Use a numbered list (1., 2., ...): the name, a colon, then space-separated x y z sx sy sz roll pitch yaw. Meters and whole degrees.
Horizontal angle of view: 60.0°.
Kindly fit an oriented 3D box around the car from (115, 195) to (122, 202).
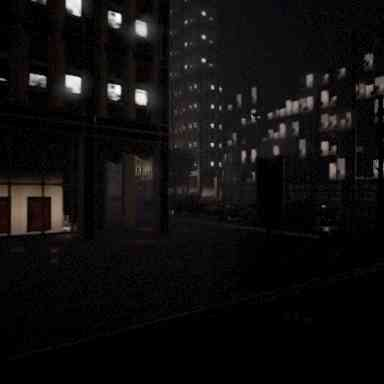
1. car: -13.308 1.228 62.458 2.008 1.369 4.403 1 0 -36

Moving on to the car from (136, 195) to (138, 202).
1. car: -6.667 1.279 53.466 1.752 1.417 4.829 1 0 -36

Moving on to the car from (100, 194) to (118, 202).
1. car: -16.780 1.160 67.161 1.752 1.417 4.829 1 0 -36

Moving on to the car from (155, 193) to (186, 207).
1. car: -3.192 1.107 48.765 2.192 1.841 5.009 1 0 -36

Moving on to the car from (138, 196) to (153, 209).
1. car: -4.067 1.301 40.211 2.128 1.511 4.902 0 0 -36

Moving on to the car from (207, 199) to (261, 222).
1. car: 3.546 1.423 25.312 1.752 1.417 4.829 1 0 -36

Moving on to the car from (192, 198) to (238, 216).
1. car: 2.113 1.399 31.818 1.812 1.442 4.674 0 0 -36

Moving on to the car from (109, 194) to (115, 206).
1. car: -13.310 1.266 48.355 1.887 1.381 4.507 1 0 -36

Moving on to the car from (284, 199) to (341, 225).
1. car: 8.042 1.408 23.800 1.882 1.535 5.008 0 0 -38

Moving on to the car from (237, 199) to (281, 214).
1. car: 6.997 1.449 35.131 2.008 1.369 4.403 1 0 -36

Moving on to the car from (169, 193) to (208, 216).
1. car: 0.098 1.179 30.035 2.192 1.841 5.009 1 0 -36

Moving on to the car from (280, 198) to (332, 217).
1. car: 10.396 1.372 30.581 1.967 1.590 4.097 1 0 -36
